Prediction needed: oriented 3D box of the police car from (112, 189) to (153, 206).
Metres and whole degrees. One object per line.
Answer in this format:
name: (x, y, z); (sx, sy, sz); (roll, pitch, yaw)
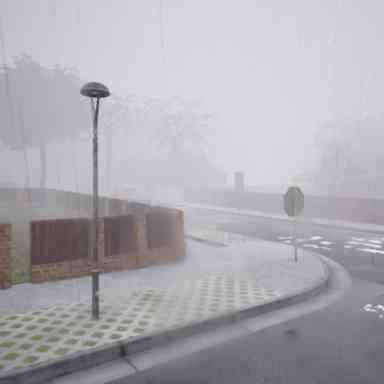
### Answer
police car: (-5.003, 0.559, 27.792); (1.930, 1.638, 5.238); (0, 3, -35)
